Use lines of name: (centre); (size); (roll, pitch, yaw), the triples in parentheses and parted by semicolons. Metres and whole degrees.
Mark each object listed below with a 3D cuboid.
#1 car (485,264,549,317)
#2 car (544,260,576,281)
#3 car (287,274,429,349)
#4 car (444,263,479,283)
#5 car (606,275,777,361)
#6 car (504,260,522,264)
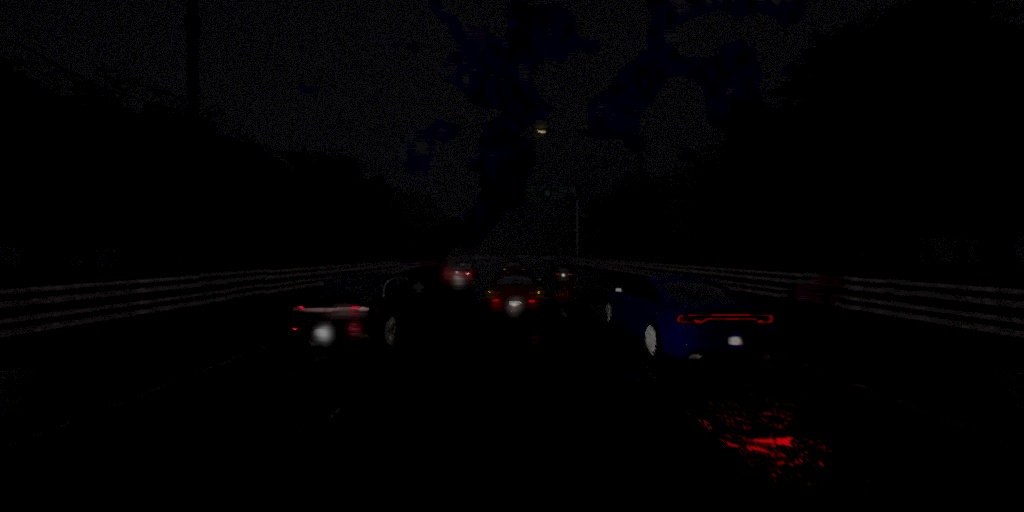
car: (0.082, 1.179, 12.522); (1.812, 1.442, 4.674); (0, 0, 0)
car: (3.588, 1.037, 26.907); (1.837, 1.490, 4.892); (0, 0, 0)
car: (-3.425, 1.177, 8.958); (2.128, 1.511, 4.902); (0, 1, 0)
car: (-3.415, 1.146, 25.238); (1.895, 1.301, 4.718); (0, 0, 0)
car: (3.571, 1.169, 8.199); (1.882, 1.535, 5.008); (0, 1, 0)
car: (0.091, 1.050, 27.790); (1.812, 1.442, 4.674); (0, 0, 0)
